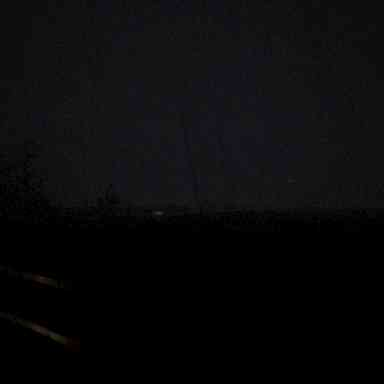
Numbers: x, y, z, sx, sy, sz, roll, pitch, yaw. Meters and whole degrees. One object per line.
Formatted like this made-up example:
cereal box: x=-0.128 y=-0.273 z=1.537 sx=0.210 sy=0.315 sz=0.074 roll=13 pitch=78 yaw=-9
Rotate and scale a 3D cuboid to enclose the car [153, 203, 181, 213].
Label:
car: x=-3.943 y=2.577 z=54.126 sx=2.033 sy=1.411 sz=5.357 roll=1 pitch=-1 yaw=36
